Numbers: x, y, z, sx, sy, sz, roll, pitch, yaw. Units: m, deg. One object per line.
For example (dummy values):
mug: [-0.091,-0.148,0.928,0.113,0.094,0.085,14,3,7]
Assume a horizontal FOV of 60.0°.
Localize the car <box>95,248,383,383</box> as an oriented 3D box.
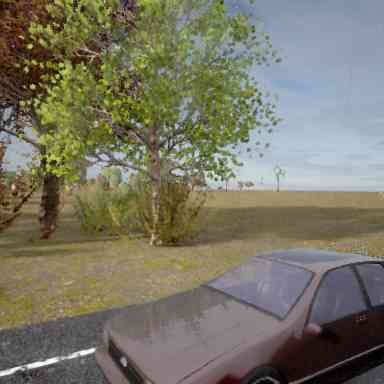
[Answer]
car: [1.554,1.546,4.541,5.357,1.411,2.033,0,0,-31]
